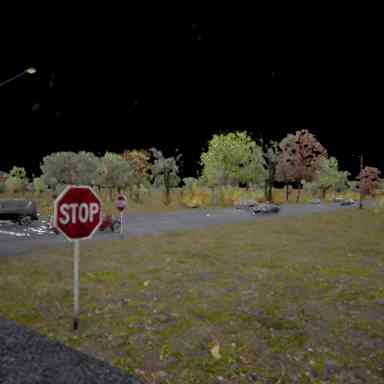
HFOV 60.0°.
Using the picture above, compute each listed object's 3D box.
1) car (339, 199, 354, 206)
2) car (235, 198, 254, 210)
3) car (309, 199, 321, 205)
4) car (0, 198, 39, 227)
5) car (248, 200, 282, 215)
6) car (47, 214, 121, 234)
[{"bbox_3d":[38.528,2.469,81.927,2.097,1.767,4.553,1,0,36],"label":"car"},{"bbox_3d":[8.578,1.861,52.440,2.097,1.767,4.553,1,-1,36],"label":"car"},{"bbox_3d":[30.930,2.495,83.366,1.837,1.490,4.892,1,0,36],"label":"car"},{"bbox_3d":[-13.199,1.467,22.314,2.150,2.045,5.566,1,0,36],"label":"car"},{"bbox_3d":[9.532,2.087,41.822,2.033,1.411,5.357,1,0,36],"label":"car"},{"bbox_3d":[-6.280,1.750,19.942,1.812,1.442,4.674,1,0,36],"label":"car"}]
